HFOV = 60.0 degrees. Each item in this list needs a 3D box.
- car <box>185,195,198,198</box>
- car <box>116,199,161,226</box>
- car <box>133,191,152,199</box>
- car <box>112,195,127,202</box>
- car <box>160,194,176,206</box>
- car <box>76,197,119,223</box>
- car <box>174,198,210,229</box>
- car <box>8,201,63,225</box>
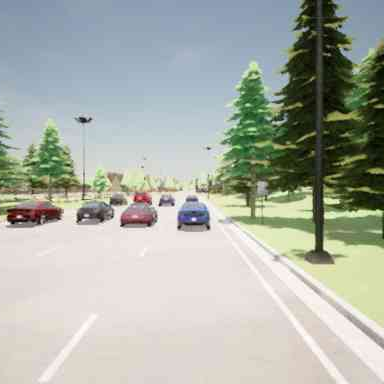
[{"bbox_3d":[0.028,1.179,46.787,1.882,1.535,5.008,0,1,0],"label":"car"},{"bbox_3d":[-3.396,1.424,21.860,1.994,1.385,4.181,0,0,0],"label":"car"},{"bbox_3d":[-6.968,0.923,47.268,2.150,2.045,5.566,0,1,0],"label":"car"},{"bbox_3d":[-10.466,1.206,47.340,1.837,1.490,4.892,0,1,1],"label":"car"},{"bbox_3d":[-3.469,1.051,47.140,2.097,1.767,4.553,0,0,0],"label":"car"},{"bbox_3d":[-6.910,1.372,24.101,1.812,1.442,4.674,0,0,0],"label":"car"},{"bbox_3d":[0.103,1.345,20.668,1.882,1.535,5.008,0,0,0],"label":"car"},{"bbox_3d":[-10.397,1.334,22.488,1.882,1.535,5.008,0,0,0],"label":"car"}]
